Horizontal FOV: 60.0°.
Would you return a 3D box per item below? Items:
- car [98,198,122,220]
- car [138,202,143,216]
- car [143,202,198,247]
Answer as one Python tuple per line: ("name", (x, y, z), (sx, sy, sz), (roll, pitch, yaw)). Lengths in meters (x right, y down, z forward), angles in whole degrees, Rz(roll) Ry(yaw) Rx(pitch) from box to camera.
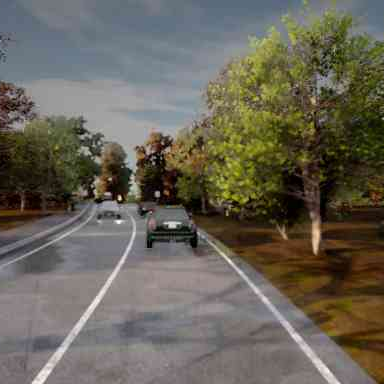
("car", (-7.019, 1.488, 28.416), (1.812, 1.442, 4.674), (1, -1, -13))
("car", (-4.345, 1.624, 33.110), (1.895, 1.301, 4.718), (1, 0, -13))
("car", (-1.025, 1.373, 15.258), (2.097, 1.767, 4.553), (0, 0, -7))
